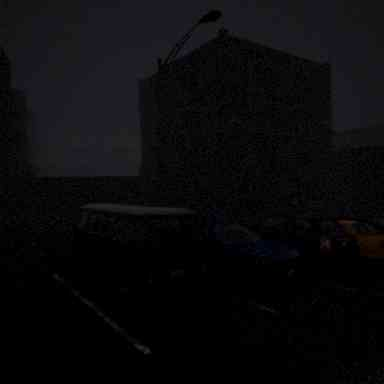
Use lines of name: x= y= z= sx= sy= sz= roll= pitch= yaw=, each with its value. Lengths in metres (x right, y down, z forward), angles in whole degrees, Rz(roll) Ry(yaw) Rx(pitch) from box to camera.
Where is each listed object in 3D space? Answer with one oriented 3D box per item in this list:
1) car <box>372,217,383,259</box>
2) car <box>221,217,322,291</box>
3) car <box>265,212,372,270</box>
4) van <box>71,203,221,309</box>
car: x=5.339 y=1.698 z=13.041 sx=1.946 sy=1.575 sz=5.366 roll=2 pitch=-1 yaw=-35
car: x=0.798 y=1.558 z=9.580 sx=2.097 sy=1.535 sz=5.008 roll=1 pitch=-1 yaw=-35
car: x=3.092 y=1.500 z=11.172 sx=2.185 sy=1.767 sz=4.553 roll=2 pitch=-1 yaw=-35
van: x=-1.522 y=1.283 z=8.062 sx=1.878 sy=1.987 sz=4.442 roll=1 pitch=0 yaw=-35
